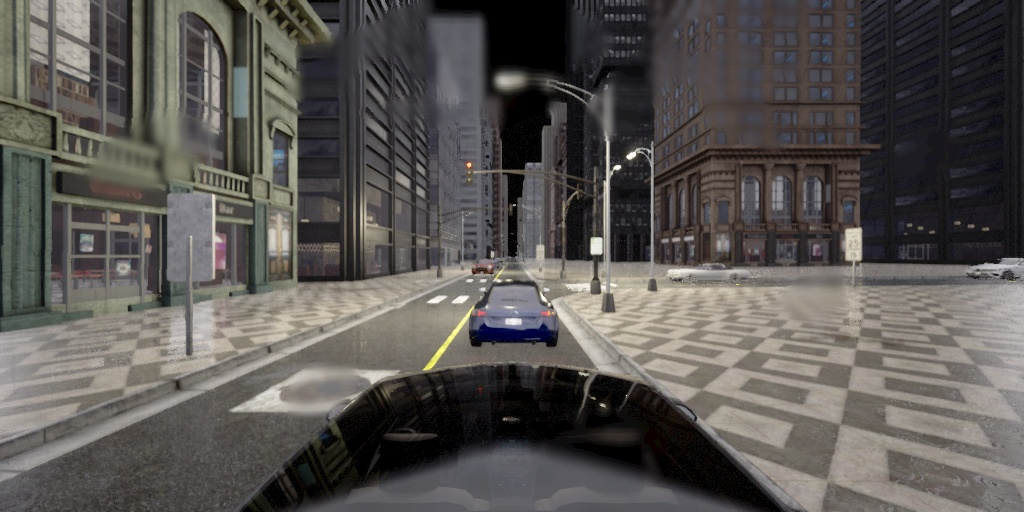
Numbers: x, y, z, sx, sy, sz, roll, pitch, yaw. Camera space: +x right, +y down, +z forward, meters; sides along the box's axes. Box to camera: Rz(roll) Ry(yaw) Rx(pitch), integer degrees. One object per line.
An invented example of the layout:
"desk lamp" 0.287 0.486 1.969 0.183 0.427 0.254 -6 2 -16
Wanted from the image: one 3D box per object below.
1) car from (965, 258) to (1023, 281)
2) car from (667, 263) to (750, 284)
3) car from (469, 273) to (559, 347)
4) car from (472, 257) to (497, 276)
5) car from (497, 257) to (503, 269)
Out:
"car" 33.402 0.857 23.898 4.674 1.442 1.812 -1 0 0
"car" 12.975 1.162 23.963 4.718 1.301 1.895 -1 0 0
"car" 0.063 1.307 9.313 1.994 1.385 4.181 0 0 1
"car" -2.976 1.073 37.455 2.097 1.767 4.553 0 0 0
"car" -2.904 1.259 54.699 2.033 1.411 5.357 0 0 0
